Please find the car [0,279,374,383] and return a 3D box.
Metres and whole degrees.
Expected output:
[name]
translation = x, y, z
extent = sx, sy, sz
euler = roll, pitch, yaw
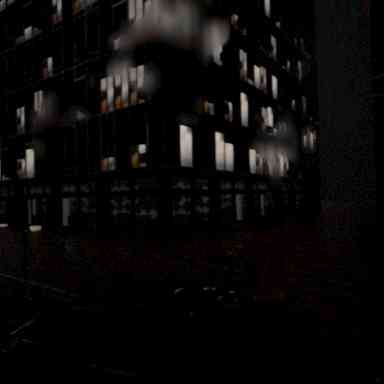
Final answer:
[car]
translation = -0.578, 1.585, 3.304
extent = 4.313, 1.339, 1.947
euler = -1, -1, 36
